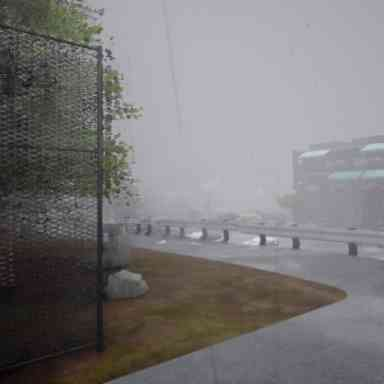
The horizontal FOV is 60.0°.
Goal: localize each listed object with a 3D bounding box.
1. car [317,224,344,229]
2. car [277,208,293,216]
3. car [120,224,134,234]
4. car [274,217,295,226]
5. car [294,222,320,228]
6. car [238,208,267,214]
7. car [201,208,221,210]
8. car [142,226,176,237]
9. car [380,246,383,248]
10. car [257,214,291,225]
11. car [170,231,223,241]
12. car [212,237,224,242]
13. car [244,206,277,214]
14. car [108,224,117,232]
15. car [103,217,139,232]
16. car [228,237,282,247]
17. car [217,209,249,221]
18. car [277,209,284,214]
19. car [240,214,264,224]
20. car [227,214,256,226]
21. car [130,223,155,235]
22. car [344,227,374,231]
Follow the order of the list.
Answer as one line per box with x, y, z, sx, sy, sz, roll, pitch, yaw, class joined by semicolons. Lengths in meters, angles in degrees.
15.826;4.432;36.529;2.163;1.488;4.792;0;0;36;car
19.936;5.157;76.234;5.008;1.535;2.097;1;0;36;car
-5.562;4.500;38.065;2.185;1.767;4.553;0;1;36;car
12.429;4.398;41.274;1.946;1.575;5.366;0;0;36;car
14.171;4.403;38.970;2.231;1.521;4.892;0;0;36;car
12.593;4.980;71.029;5.366;1.575;1.946;1;0;36;car
4.281;5.059;87.528;4.892;1.521;2.231;-1;-2;36;car
-2.243;4.504;32.988;2.185;1.767;4.553;-1;1;36;car
19.199;4.402;31.732;1.946;1.575;5.366;0;0;36;car
10.911;4.274;43.912;2.185;1.767;4.553;0;0;36;car
1.135;4.379;28.006;2.435;2.045;5.566;-1;1;36;car
2.821;4.660;25.497;2.163;1.488;4.792;-1;1;36;car
14.972;4.794;72.827;5.566;2.045;2.435;1;0;36;car
-7.262;4.627;40.554;2.231;1.521;4.892;-1;1;36;car
-8.946;4.374;43.042;2.435;2.045;5.566;0;1;36;car
4.455;4.382;22.928;2.435;2.045;5.566;0;1;36;car
5.977;4.146;51.300;2.435;2.045;5.566;0;0;36;car
17.433;5.143;74.535;4.674;1.452;2.002;1;0;36;car
9.253;4.400;46.353;2.231;1.521;4.892;0;0;36;car
7.608;4.438;48.811;2.002;1.452;4.674;0;0;36;car
-3.927;4.503;35.503;2.185;1.767;4.553;-1;1;36;car
17.448;4.404;34.045;2.097;1.535;5.008;0;0;37;car
